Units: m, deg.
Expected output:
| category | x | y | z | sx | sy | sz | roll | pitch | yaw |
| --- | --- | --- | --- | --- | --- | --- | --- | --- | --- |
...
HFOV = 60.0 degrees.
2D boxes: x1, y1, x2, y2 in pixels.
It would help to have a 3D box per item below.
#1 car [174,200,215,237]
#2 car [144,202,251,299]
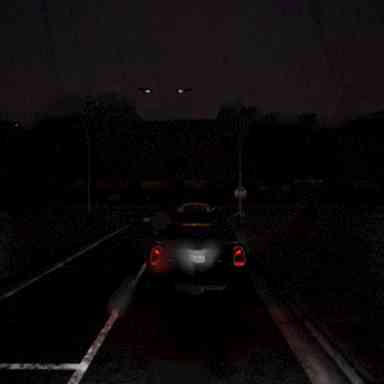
| category | x | y | z | sx | sy | sz | roll | pitch | yaw |
| --- | --- | --- | --- | --- | --- | --- | --- | --- | --- |
| car | 0.188 | 1.272 | 17.699 | 1.882 | 1.535 | 5.008 | 0 | 1 | 2 |
| car | 0.116 | 1.254 | 8.379 | 2.097 | 1.767 | 4.553 | 0 | 1 | 0 |
